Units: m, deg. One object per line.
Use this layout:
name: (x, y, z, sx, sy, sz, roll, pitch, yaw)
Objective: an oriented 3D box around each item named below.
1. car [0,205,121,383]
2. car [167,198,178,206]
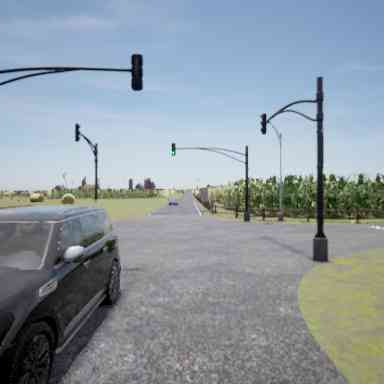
car: (-2.637, 1.273, 5.174, 2.150, 2.045, 5.566, 0, 0, 0)
car: (-3.393, 1.838, 60.002, 2.033, 1.411, 5.357, 0, 0, 0)
